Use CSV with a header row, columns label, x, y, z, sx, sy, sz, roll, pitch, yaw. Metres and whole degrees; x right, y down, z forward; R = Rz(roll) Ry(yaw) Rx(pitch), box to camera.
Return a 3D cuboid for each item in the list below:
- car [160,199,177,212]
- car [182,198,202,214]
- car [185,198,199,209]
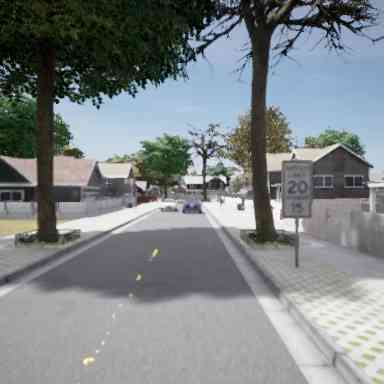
label,x,y,z,sx,sy,sz,roll,pitch,yaw
car,-2.749,1.574,40.511,1.812,1.442,4.674,0,0,0
car,0.000,1.395,36.694,2.097,1.767,4.553,0,0,0
car,0.013,1.622,48.361,1.994,1.385,4.181,0,0,1
